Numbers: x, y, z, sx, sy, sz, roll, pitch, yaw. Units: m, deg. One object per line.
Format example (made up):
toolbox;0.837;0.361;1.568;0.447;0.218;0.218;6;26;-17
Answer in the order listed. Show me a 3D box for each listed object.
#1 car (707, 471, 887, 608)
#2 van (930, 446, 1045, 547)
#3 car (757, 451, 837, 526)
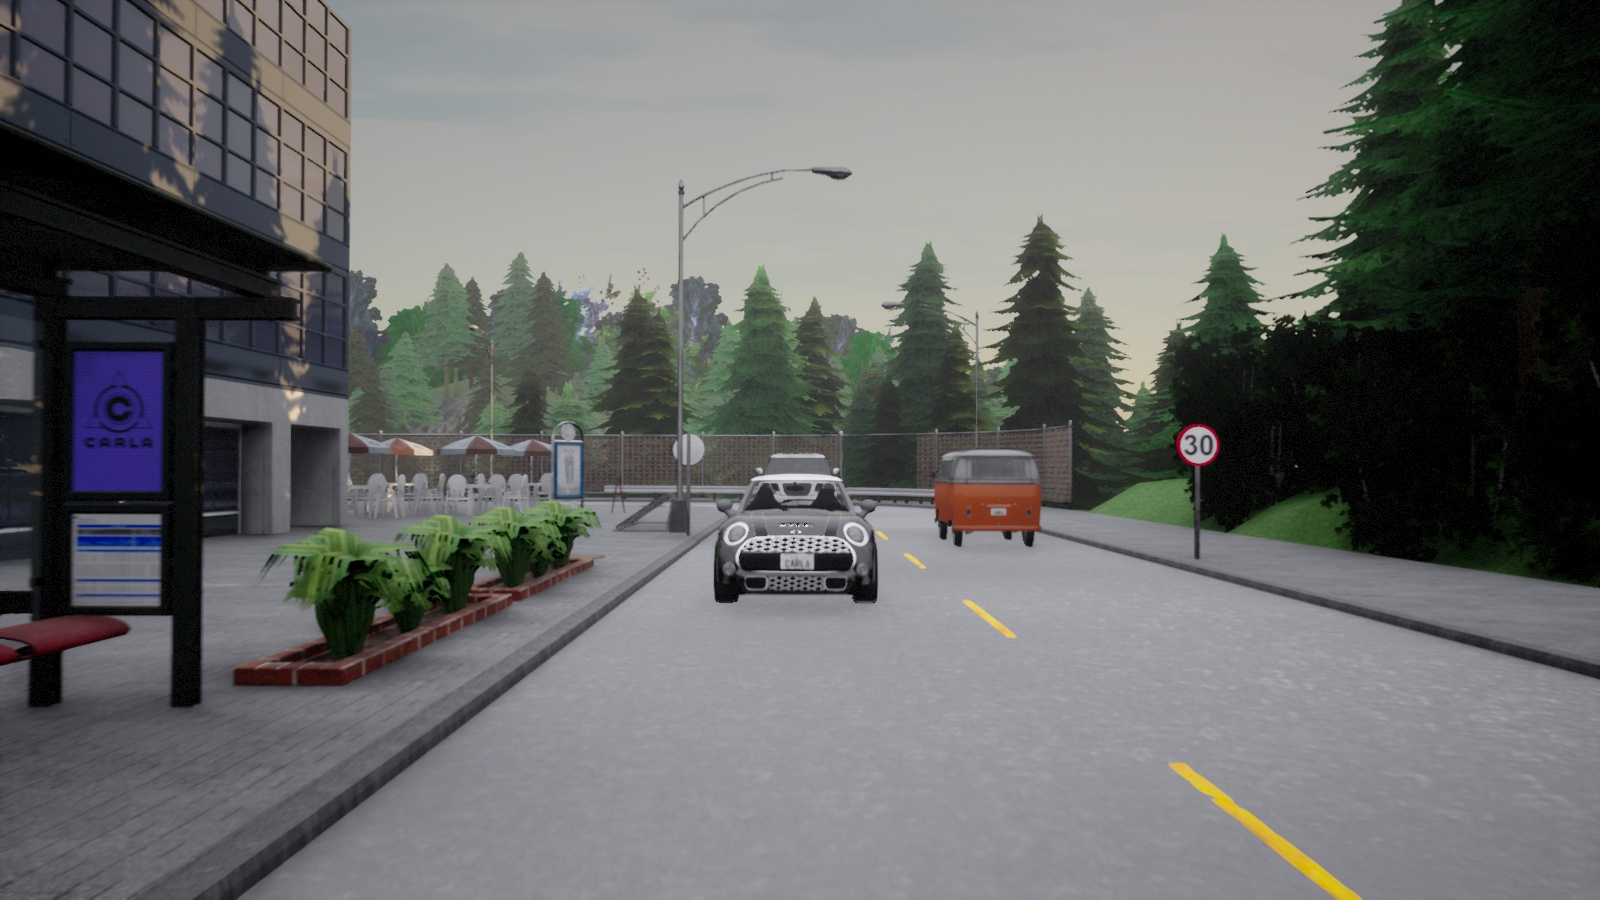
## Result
car;-0.038;1.012;15.642;1.970;1.475;3.806;0;-1;0
van;3.933;0.956;27.031;1.775;1.987;4.442;0;-1;0
car;-0.059;1.084;36.766;2.150;2.045;5.566;0;-1;0
